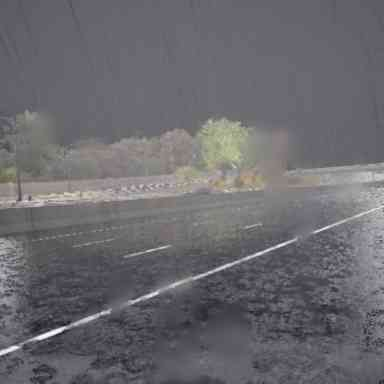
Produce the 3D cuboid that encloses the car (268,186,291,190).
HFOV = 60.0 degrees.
[{"bbox_3d":[15.567,-0.258,57.046,2.097,1.767,4.553,-2,1,40],"label":"car"}]

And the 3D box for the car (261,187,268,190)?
[{"bbox_3d":[13.485,-0.047,60.006,1.837,1.490,4.892,-2,1,39],"label":"car"}]

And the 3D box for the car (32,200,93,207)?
[{"bbox_3d":[-9.570,1.417,26.448,2.128,1.511,4.902,-2,1,39],"label":"car"}]

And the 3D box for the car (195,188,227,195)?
[{"bbox_3d":[3.042,0.643,41.834,2.128,1.511,4.902,-2,1,40],"label":"car"}]

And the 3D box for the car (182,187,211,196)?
[{"bbox_3d":[0.865,0.435,44.699,2.150,2.045,5.566,-2,1,40],"label":"car"}]
